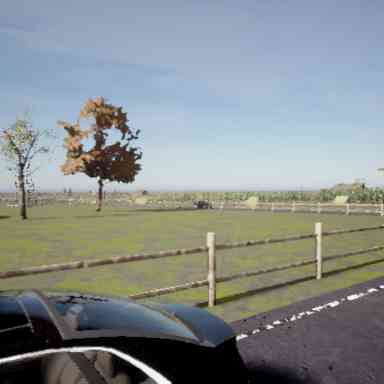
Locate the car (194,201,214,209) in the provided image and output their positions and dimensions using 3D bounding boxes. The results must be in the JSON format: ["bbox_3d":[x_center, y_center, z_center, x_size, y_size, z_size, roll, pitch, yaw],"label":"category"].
[{"bbox_3d":[2.271,2.512,65.149,1.837,1.490,4.892,0,-1,-34],"label":"car"}]

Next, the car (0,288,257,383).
[{"bbox_3d":[-1.769,1.505,1.808,4.892,1.490,1.837,0,0,-36],"label":"car"}]
